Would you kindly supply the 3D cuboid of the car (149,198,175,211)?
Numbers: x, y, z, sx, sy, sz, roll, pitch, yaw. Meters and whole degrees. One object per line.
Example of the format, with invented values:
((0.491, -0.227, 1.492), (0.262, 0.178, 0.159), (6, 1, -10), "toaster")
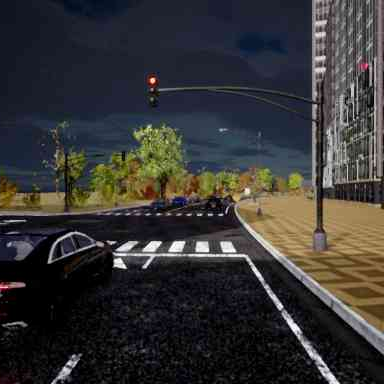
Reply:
((-3.909, 1.543, 41.487), (2.033, 1.411, 5.357), (0, 0, 7), "car")

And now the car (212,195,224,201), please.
((6.347, 1.398, 80.537), (2.033, 1.411, 5.357), (0, 0, 14), "car")

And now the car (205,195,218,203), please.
((4.137, 1.476, 70.423), (1.882, 1.535, 5.008), (0, 0, 12), "car")

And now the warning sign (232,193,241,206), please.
((6.482, 1.117, 48.260), (1.300, 1.860, 1.060), (0, 0, 8), "warning sign")

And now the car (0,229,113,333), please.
((-2.998, 1.489, 6.773), (2.128, 1.511, 4.902), (0, 0, 1), "car")

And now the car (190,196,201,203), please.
((0.619, 1.549, 69.418), (2.033, 1.411, 5.357), (0, 0, 11), "car")

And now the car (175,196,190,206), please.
((-2.046, 1.475, 54.726), (1.882, 1.535, 5.008), (0, 0, 9), "car")

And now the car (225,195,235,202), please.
((8.819, 1.488, 76.755), (1.882, 1.535, 5.008), (0, 0, 13), "car")

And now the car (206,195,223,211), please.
((2.857, 1.476, 41.609), (1.882, 1.535, 5.008), (0, 0, 7), "car")
